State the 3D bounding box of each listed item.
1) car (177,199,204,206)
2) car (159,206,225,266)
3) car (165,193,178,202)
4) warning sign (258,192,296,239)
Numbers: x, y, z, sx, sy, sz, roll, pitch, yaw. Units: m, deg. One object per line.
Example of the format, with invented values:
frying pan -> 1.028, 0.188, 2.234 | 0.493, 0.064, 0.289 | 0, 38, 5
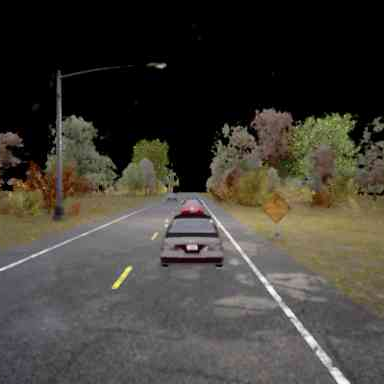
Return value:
car -> 0.043, 1.251, 28.502 | 1.994, 1.385, 4.181 | 0, 1, 1
car -> 0.018, 1.424, 10.969 | 2.033, 1.411, 5.357 | 0, 1, 0
car -> -3.555, 0.886, 58.860 | 1.837, 1.490, 4.892 | 0, 1, 1
warning sign -> 3.535, 0.959, 13.936 | 1.300, 1.860, 1.060 | -1, 0, 0
